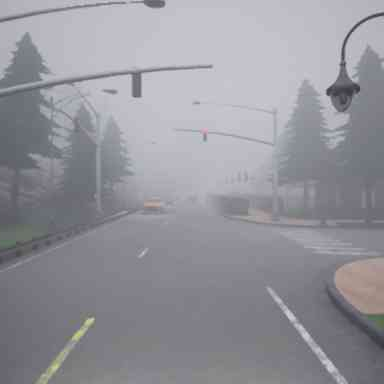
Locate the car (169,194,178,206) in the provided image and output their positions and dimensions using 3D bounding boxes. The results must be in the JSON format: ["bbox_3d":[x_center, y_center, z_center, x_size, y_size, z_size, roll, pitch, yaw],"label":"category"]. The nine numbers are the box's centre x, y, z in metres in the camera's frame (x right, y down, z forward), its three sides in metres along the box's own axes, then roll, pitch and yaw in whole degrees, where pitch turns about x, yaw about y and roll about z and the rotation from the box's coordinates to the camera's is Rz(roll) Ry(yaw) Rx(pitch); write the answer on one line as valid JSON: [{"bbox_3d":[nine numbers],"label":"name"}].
[{"bbox_3d":[-3.574,1.220,48.010,2.033,1.411,5.357,0,0,0],"label":"car"}]

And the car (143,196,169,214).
[{"bbox_3d":[-3.588,1.257,32.347,1.882,1.535,5.008,0,1,0],"label":"car"}]

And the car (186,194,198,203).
[{"bbox_3d":[0.010,1.088,57.111,1.882,1.535,5.008,0,0,0],"label":"car"}]

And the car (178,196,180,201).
[{"bbox_3d":[-3.488,1.072,66.977,1.812,1.442,4.674,0,0,0],"label":"car"}]
